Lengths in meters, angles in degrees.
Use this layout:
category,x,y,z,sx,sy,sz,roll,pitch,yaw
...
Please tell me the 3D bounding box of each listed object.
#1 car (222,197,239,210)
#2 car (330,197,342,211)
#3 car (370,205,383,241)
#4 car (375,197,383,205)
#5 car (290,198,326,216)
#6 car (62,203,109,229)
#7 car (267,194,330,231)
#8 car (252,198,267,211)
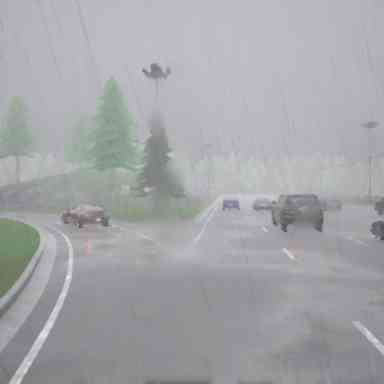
category,x,y,z,sx,sy,sz,roll,pitch,yaw
car,4.558,1.284,39.138,1.882,1.535,5.008,0,0,6
car,14.835,1.260,36.447,2.128,1.511,4.902,0,0,6
car,8.892,1.448,12.851,2.033,1.411,5.357,0,0,6
car,17.470,1.016,27.840,2.150,2.045,5.566,0,0,6
car,10.795,1.358,31.354,2.033,1.411,5.357,0,0,6
car,-6.908,1.464,21.455,1.812,1.442,4.674,0,0,-37
car,6.071,1.106,19.659,2.150,2.045,5.566,0,0,6
car,7.933,1.360,37.753,1.994,1.385,4.181,0,0,6
